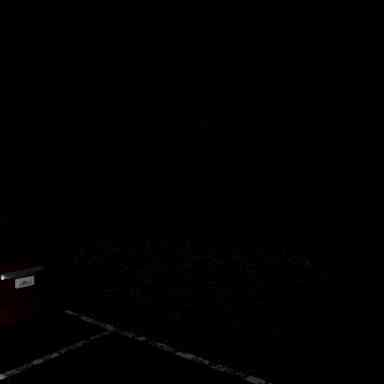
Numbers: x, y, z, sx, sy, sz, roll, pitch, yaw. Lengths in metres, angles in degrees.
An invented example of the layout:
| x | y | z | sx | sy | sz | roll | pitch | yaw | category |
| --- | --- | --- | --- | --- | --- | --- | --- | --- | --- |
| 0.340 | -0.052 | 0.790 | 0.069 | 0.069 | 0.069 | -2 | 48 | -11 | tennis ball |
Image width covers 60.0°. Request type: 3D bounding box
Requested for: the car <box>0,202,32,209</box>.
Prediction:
| x | y | z | sx | sy | sz | roll | pitch | yaw | category |
| --- | --- | --- | --- | --- | --- | --- | --- | --- | --- |
| -17.483 | 1.652 | 30.917 | 2.128 | 1.511 | 4.902 | -1 | -1 | 37 | car |

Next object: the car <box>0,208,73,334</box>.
| x | y | z | sx | sy | sz | roll | pitch | yaw | category |
| --- | --- | --- | --- | --- | --- | --- | --- | --- | --- |
| -4.212 | 1.316 | 5.967 | 5.009 | 1.841 | 2.192 | 0 | -1 | 36 | car |
